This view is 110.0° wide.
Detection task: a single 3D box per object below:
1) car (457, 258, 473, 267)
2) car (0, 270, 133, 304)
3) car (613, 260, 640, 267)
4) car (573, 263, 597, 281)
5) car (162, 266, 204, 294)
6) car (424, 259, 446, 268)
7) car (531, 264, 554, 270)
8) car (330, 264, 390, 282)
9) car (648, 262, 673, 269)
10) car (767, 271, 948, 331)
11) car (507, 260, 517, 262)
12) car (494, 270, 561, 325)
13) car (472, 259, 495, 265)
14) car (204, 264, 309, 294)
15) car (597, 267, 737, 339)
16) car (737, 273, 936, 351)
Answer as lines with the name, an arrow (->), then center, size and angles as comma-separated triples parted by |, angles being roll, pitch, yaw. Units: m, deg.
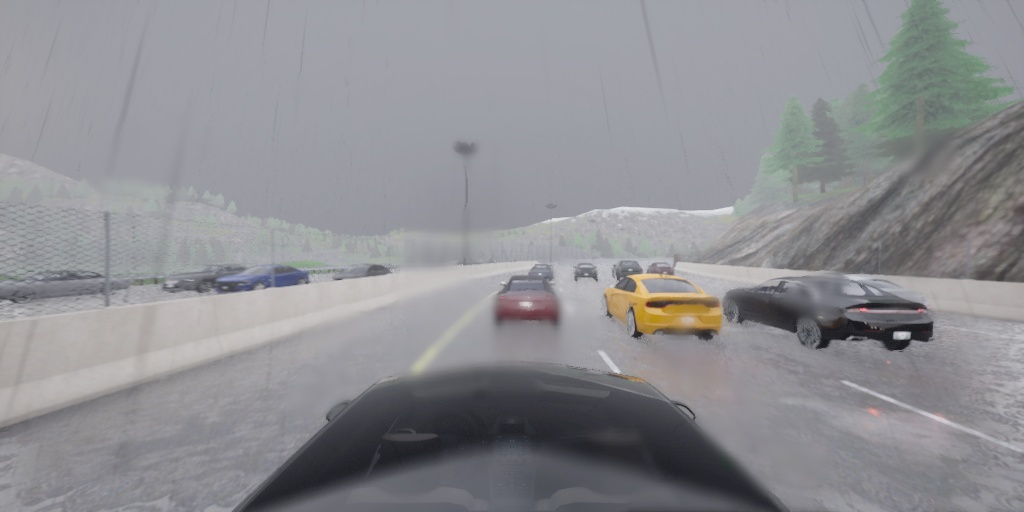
car -> -7.666, 1.104, 61.459 | 2.097, 1.767, 4.553 | 0, 0, 18
car -> -20.441, 1.305, 16.076 | 1.895, 1.301, 4.718 | 0, 0, 5
car -> 9.924, 1.137, 31.031 | 2.097, 1.767, 4.553 | 0, 0, 10
car -> 6.326, 1.302, 30.883 | 1.812, 1.442, 4.674 | 0, 0, 10
car -> -16.544, 1.207, 20.078 | 2.128, 1.511, 4.902 | 0, 0, 6
car -> -12.405, 1.230, 58.120 | 2.128, 1.511, 4.902 | 0, 0, 17
car -> 2.447, 1.330, 28.823 | 1.994, 1.385, 4.181 | 0, 0, 9
car -> -9.260, 1.239, 22.366 | 1.837, 1.490, 4.892 | 0, 0, 7
car -> 14.072, 1.322, 34.085 | 1.812, 1.442, 4.674 | 0, 0, 11
car -> 11.038, 1.307, 12.078 | 1.812, 1.442, 4.674 | 0, 0, 4
car -> 0.097, 1.336, 62.553 | 1.994, 1.385, 4.181 | 0, 0, 20
car -> 0.530, 1.319, 11.848 | 1.994, 1.385, 4.181 | 0, 0, 3
car -> -4.375, 1.263, 60.275 | 1.837, 1.490, 4.892 | 0, 0, 18
car -> -13.122, 1.201, 19.206 | 1.882, 1.535, 5.008 | 0, 0, 6
car -> 3.923, 1.240, 10.175 | 1.882, 1.535, 5.008 | 0, 0, 3
car -> 7.372, 1.263, 9.094 | 2.128, 1.511, 4.902 | 0, 0, 3
